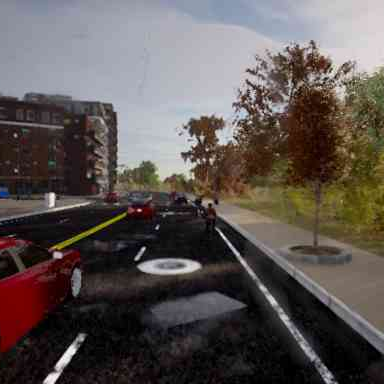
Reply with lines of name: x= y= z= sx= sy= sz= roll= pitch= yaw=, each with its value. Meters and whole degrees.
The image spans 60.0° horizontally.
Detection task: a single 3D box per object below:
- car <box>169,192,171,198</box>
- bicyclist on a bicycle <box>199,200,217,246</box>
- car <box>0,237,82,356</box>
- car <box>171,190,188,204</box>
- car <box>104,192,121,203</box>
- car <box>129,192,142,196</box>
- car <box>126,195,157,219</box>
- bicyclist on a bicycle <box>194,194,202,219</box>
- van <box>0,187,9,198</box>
car: x=-3.770 y=0.399 z=70.595 sx=1.882 sy=1.535 sz=5.008 roll=0 pitch=1 yaw=-6
bicyclist on a bicycle: x=0.723 y=1.253 z=13.102 sx=0.582 sy=1.620 sz=1.656 roll=0 pitch=1 yaw=-1
car: x=-3.199 y=1.404 z=4.964 sx=1.882 sy=1.535 sz=5.008 roll=0 pitch=1 yaw=0
car: x=-1.560 y=0.856 z=45.561 sx=2.033 sy=1.411 sz=5.357 roll=0 pitch=1 yaw=-3
car: x=-11.627 y=0.749 z=48.870 sx=1.882 sy=1.535 sz=5.008 roll=0 pitch=1 yaw=-6
car: x=-8.446 y=0.744 z=50.010 sx=2.128 sy=1.511 sz=4.902 roll=0 pitch=1 yaw=-4
car: x=-3.676 y=1.194 z=24.746 sx=1.994 sy=1.385 sz=4.181 roll=0 pitch=1 yaw=-2
bicyclist on a bicycle: x=0.439 y=1.022 z=23.034 sx=0.659 sy=1.776 sz=1.843 roll=0 pitch=1 yaw=-2
van: x=-33.517 y=0.072 z=56.797 sx=3.998 sy=1.788 sz=1.690 roll=0 pitch=0 yaw=-34
